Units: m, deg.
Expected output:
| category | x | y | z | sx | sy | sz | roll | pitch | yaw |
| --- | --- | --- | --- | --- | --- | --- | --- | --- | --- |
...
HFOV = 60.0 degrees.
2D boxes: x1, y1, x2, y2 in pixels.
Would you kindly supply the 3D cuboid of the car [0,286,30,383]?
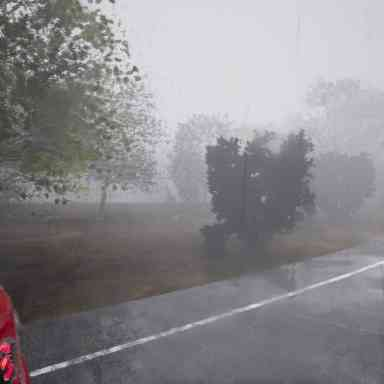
| category | x | y | z | sx | sy | sz | roll | pitch | yaw |
| --- | --- | --- | --- | --- | --- | --- | --- | --- | --- |
| car | -3.662 | 1.233 | 1.173 | 5.566 | 2.045 | 2.150 | 0 | 0 | -35 |
